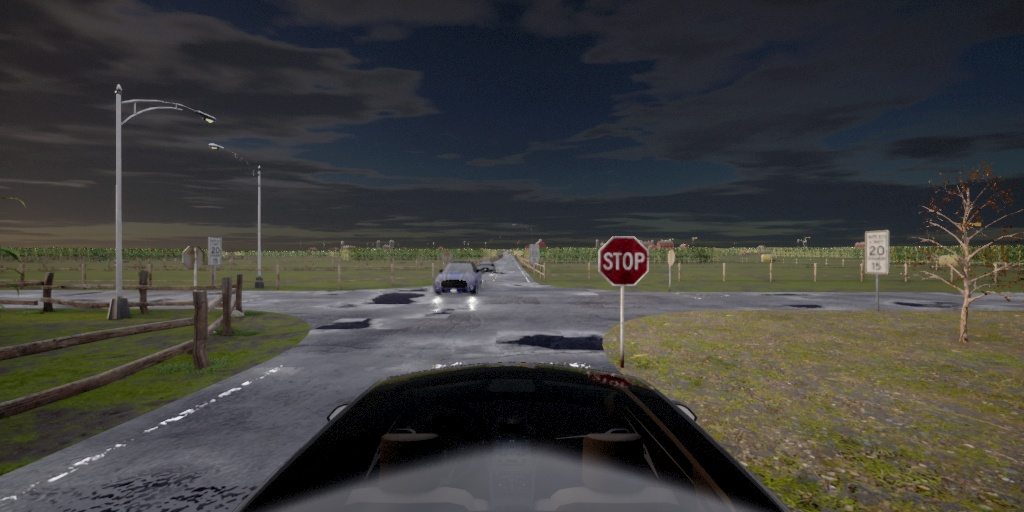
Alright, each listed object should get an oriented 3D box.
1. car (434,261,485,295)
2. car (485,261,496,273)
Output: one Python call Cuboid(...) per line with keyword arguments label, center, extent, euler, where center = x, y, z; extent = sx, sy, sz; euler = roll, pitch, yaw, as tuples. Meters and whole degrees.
Cuboid(label="car", center=(-2.805, 1.082, 19.493), extent=(2.097, 1.767, 4.553), euler=(0, 0, 0))
Cuboid(label="car", center=(-2.880, 1.272, 40.919), extent=(1.994, 1.385, 4.181), euler=(0, 0, 0))
